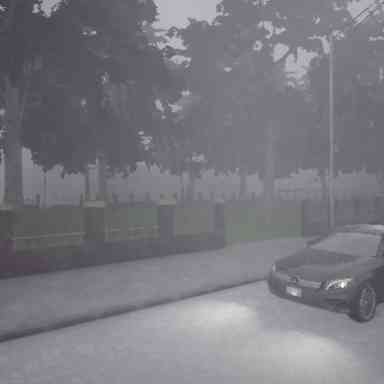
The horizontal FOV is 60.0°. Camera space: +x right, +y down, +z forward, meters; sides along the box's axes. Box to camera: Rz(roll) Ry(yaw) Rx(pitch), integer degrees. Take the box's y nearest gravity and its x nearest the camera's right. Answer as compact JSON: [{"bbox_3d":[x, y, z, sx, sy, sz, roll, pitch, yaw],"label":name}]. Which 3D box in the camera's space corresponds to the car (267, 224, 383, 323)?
[{"bbox_3d":[3.684,1.473,7.218,4.674,1.442,1.812,-1,0,-36],"label":"car"}]
